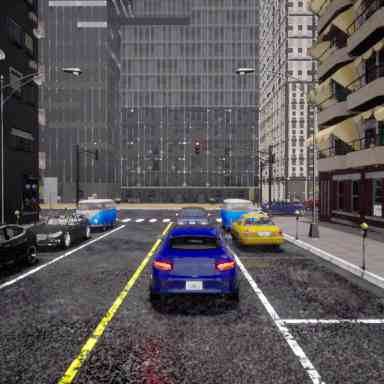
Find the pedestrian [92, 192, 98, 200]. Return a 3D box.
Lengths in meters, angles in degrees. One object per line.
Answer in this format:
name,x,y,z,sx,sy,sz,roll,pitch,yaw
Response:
pedestrian,-12.425,0.885,42.427,0.375,1.860,0.375,0,1,0

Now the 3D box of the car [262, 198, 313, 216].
car,9.319,1.598,33.586,4.674,1.442,1.812,0,1,0

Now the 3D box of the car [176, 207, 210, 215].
car,0.047,1.544,18.551,2.033,1.411,5.357,0,0,1

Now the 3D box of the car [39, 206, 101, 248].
car,-5.711,1.548,14.429,2.008,1.369,4.403,-1,0,0

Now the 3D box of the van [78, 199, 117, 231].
van,-5.718,1.337,20.030,1.690,1.788,3.998,-1,0,0

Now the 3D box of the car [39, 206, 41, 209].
car,-17.607,1.501,33.725,4.181,1.385,1.994,0,1,0

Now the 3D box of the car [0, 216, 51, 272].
car,-5.707,1.564,8.826,1.947,1.339,4.313,-1,0,0

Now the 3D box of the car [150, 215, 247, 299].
car,0.060,1.524,8.308,1.812,1.442,4.674,0,0,1

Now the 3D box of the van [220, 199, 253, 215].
van,2.662,1.337,20.008,1.690,1.788,3.998,-1,0,0

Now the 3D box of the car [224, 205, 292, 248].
car,2.669,1.522,14.576,1.752,1.417,4.829,-1,0,0

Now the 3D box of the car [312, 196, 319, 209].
car,15.209,1.338,39.348,5.009,1.841,2.192,0,1,0
